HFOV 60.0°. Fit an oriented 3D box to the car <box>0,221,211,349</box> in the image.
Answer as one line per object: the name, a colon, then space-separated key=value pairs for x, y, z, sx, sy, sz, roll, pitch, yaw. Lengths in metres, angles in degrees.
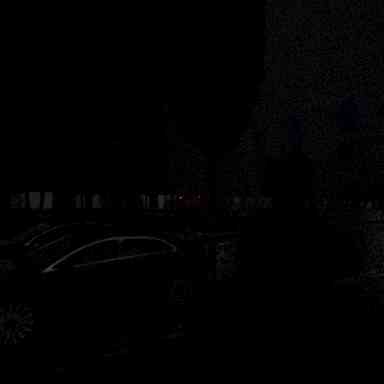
car: x=-1.894 y=1.493 z=6.326 sx=4.902 sy=1.511 sz=2.128 roll=0 pitch=0 yaw=-36

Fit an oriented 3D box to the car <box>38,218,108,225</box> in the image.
car: x=-3.579 y=1.506 z=9.116 sx=4.892 sy=1.490 sz=1.837 roll=0 pitch=0 yaw=-35

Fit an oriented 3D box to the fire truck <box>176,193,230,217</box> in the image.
fire truck: x=1.860 y=2.037 z=54.276 sx=8.468 sy=3.827 sz=2.891 roll=-2 pitch=-1 yaw=9
